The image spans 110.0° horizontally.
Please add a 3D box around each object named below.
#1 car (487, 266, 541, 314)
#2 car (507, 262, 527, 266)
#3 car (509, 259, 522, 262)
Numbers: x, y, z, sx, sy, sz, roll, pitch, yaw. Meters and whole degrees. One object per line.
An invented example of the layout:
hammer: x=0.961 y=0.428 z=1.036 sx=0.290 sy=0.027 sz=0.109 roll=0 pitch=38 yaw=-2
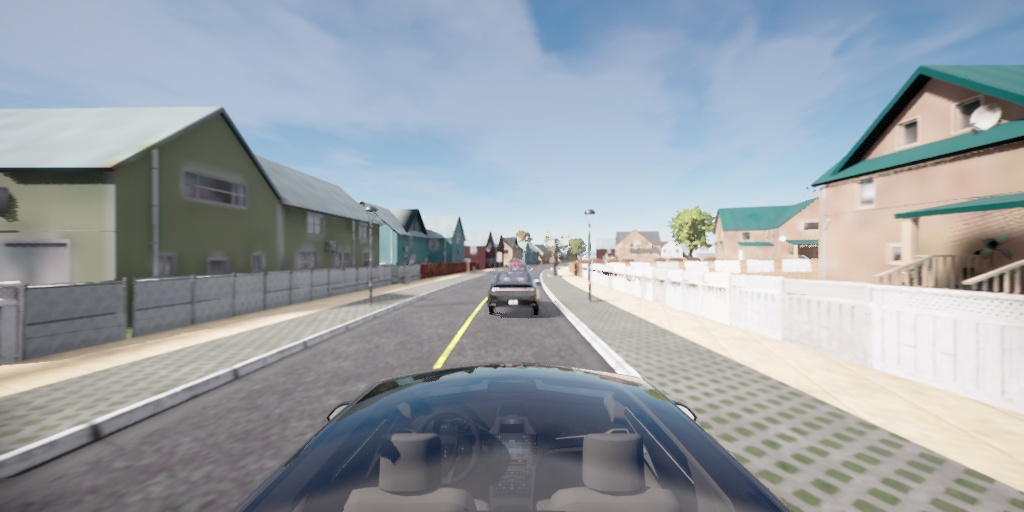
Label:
car: x=0.099 y=1.339 z=14.232 sx=2.128 sy=1.511 sz=4.902 roll=0 pitch=0 yaw=1
car: x=0.601 y=1.477 z=29.168 sx=2.128 sy=1.511 sz=4.902 roll=0 pitch=0 yaw=4
car: x=0.556 y=1.477 z=58.240 sx=2.150 sy=2.045 sz=5.566 roll=0 pitch=-1 yaw=8
